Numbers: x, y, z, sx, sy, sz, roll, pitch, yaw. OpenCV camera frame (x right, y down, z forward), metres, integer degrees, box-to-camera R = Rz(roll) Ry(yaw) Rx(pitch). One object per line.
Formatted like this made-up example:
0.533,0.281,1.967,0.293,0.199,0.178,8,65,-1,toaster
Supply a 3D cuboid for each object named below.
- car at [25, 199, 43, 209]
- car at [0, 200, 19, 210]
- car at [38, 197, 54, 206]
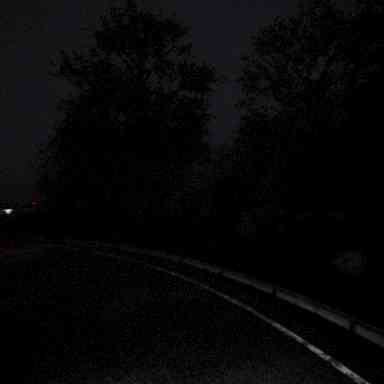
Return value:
-26.194,1.997,54.973,1.812,1.442,4.674,-1,0,-12,car
-29.585,2.009,53.721,1.882,1.535,5.008,-1,0,-12,car
-28.426,1.844,64.786,1.837,1.490,4.892,-1,0,-12,car
